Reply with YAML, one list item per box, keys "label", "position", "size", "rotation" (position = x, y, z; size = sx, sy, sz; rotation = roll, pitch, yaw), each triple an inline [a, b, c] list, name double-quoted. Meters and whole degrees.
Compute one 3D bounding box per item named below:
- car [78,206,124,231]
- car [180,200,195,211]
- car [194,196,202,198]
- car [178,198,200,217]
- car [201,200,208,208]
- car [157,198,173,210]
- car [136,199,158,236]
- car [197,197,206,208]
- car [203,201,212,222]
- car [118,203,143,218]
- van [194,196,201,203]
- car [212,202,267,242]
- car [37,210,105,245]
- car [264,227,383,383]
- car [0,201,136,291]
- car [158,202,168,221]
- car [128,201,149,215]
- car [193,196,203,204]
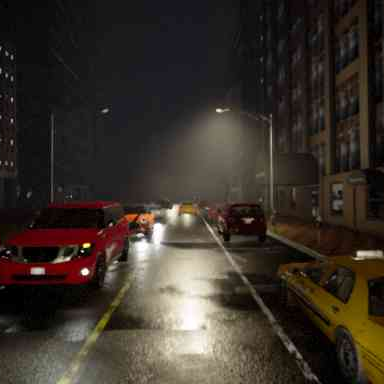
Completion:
- label: "car"
  position: [-6.029, 1.740, 22.572]
  size: [2.008, 1.369, 4.403]
  rotation: [0, 0, -1]
- label: "car"
  position: [-0.649, 1.889, 46.879]
  size: [1.994, 1.385, 4.181]
  rotation: [0, 0, -1]
- label: "car"
  position: [1.793, 1.816, 56.596]
  size: [1.967, 1.590, 4.097]
  rotation: [0, 0, -1]
- label: "car"
  position: [-0.454, 1.724, 35.180]
  size: [1.882, 1.535, 5.008]
  rotation: [0, 0, -1]
- label: "car"
  position: [2.163, 1.808, 34.032]
  size: [1.802, 1.307, 4.206]
  rotation: [0, 0, -1]
- label: "car"
  position: [-3.773, 1.929, 48.487]
  size: [2.033, 1.411, 5.357]
  rotation: [0, 0, -1]
- label: "car"
  position: [-3.389, 1.507, 19.538]
  size: [2.097, 1.767, 4.553]
  rotation: [0, 0, -1]
- label: "car"
  position: [1.885, 1.884, 50.954]
  size: [1.887, 1.381, 4.507]
  rotation: [0, 0, -1]
- label: "car"
  position: [2.257, 1.732, 28.392]
  size: [1.887, 1.381, 4.507]
  rotation: [0, 0, -1]
- label: "car"
  position: [-6.215, 1.848, 33.855]
  size: [1.802, 1.307, 4.206]
  rotation: [0, 0, -1]
- label: "van"
  position: [1.329, 1.901, 84.799]
  size: [1.690, 1.788, 3.998]
  rotation: [0, 0, -1]
- label: "car"
  position: [2.443, 1.424, 17.113]
  size: [2.192, 1.841, 5.009]
  rotation: [0, 0, -1]
- label: "car"
  position: [-5.936, 1.716, 16.930]
  size: [1.947, 1.339, 4.313]
  rotation: [0, 0, -1]
- label: "car"
  position: [2.601, 1.551, 5.163]
  size: [1.752, 1.417, 4.829]
  rotation: [0, 0, -1]
- label: "car"
  position: [-3.234, 1.308, 9.674]
  size: [2.150, 2.045, 5.566]
  rotation: [0, 0, -1]
- label: "car"
  position: [-3.516, 1.826, 29.703]
  size: [1.895, 1.301, 4.718]
  rotation: [0, 0, 0]
- label: "car"
  position: [-6.307, 1.849, 39.497]
  size: [1.887, 1.381, 4.507]
  rotation: [0, 0, -1]
- label: "car"
  position: [1.422, 1.839, 79.158]
  size: [2.192, 1.841, 5.009]
  rotation: [0, 0, -1]
